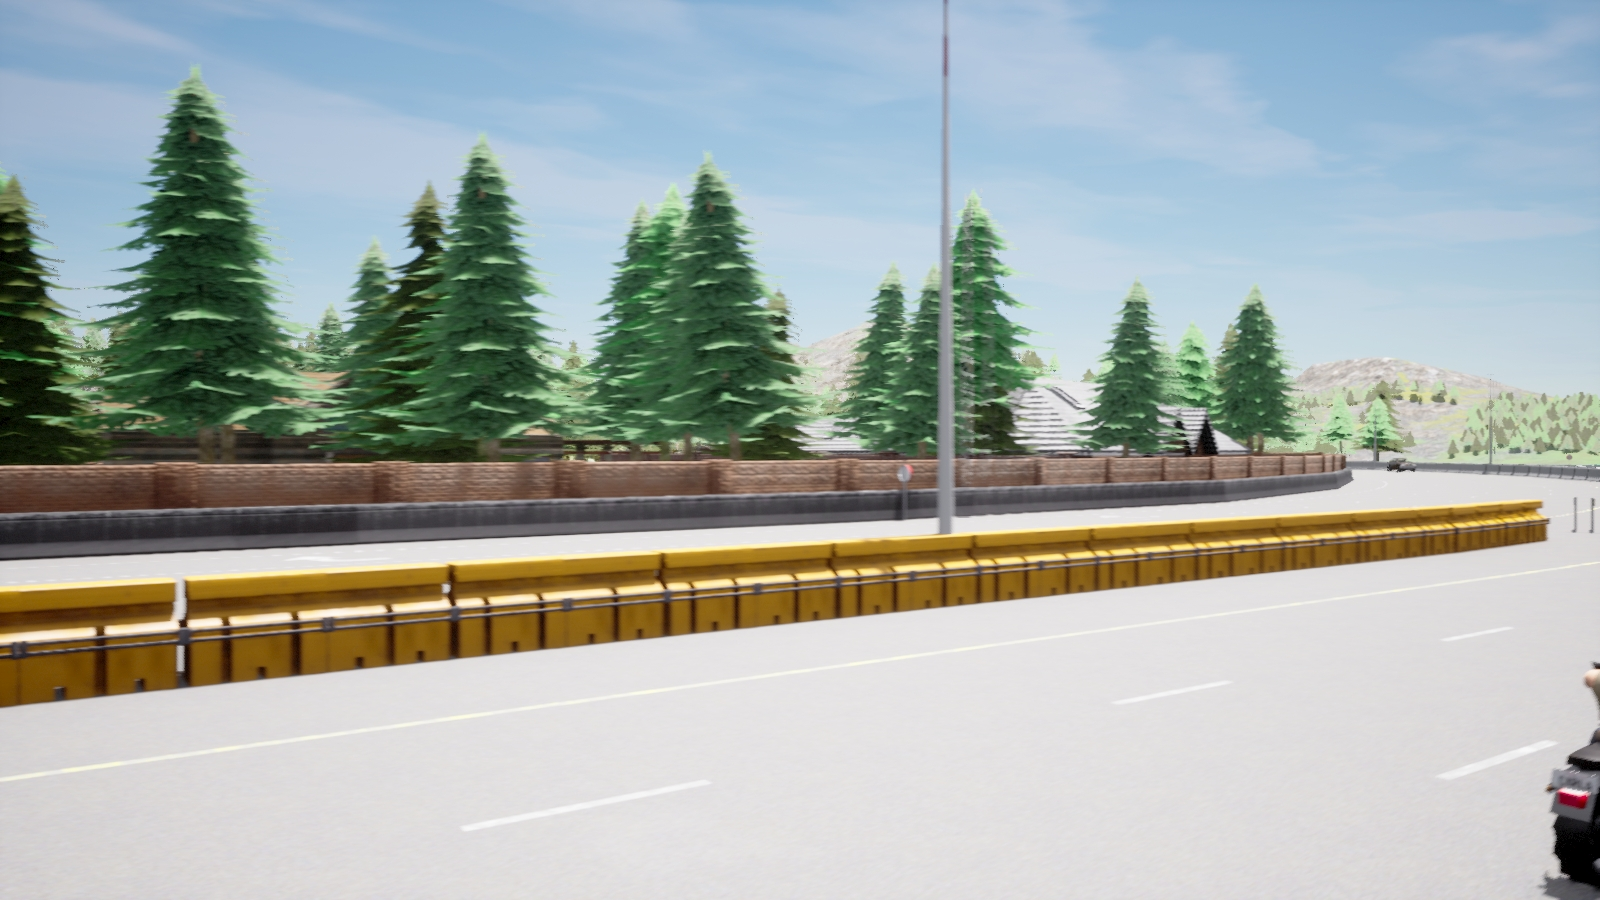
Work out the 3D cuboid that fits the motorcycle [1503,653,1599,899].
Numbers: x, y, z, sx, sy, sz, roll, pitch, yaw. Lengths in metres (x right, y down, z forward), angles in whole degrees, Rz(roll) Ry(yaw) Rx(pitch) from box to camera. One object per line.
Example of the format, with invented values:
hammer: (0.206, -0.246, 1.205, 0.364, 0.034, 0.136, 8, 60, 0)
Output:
motorcycle: (5.778, 2.146, 7.829, 2.356, 1.325, 0.764, 0, 0, -35)
